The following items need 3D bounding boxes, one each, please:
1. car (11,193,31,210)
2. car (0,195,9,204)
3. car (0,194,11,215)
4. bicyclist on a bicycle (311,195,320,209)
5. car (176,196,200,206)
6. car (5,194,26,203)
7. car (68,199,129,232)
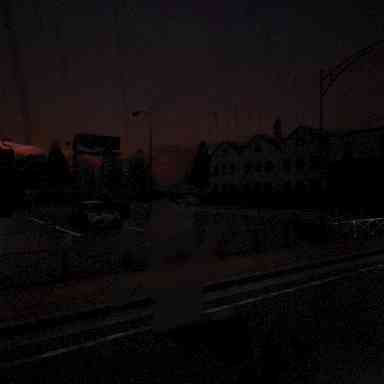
[{"bbox_3d":[-19.776,1.092,38.195,1.905,1.878,3.866,0,0,-36],"label":"car"},{"bbox_3d":[-39.139,1.495,66.149,4.611,1.667,2.242,0,0,-36],"label":"car"},{"bbox_3d":[-17.864,1.113,29.885,1.932,1.855,4.605,0,0,-36],"label":"car"},{"bbox_3d":[13.719,1.124,36.870,1.656,1.620,0.582,0,0,-35],"label":"bicyclist on a bicycle"},{"bbox_3d":[-0.586,1.349,50.252,1.812,1.442,4.674,0,0,-35],"label":"car"},{"bbox_3d":[-38.912,1.328,73.278,3.866,1.878,1.905,0,0,-36],"label":"car"},{"bbox_3d":[-5.261,1.248,17.929,1.970,1.475,3.806,0,0,-36],"label":"car"}]
